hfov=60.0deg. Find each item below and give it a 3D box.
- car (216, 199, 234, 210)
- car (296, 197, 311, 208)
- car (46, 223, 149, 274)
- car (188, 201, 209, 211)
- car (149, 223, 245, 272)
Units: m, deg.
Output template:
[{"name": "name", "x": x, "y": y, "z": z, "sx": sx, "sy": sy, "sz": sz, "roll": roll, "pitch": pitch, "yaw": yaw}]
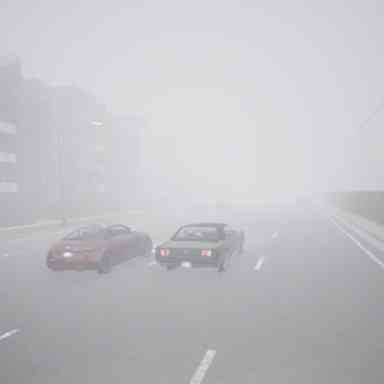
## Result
[{"name": "car", "x": 4.615, "y": 1.726, "z": 46.712, "sx": 2.128, "sy": 1.511, "sz": 4.902, "roll": -2, "pitch": 0, "yaw": 18}, {"name": "car", "x": 15.383, "y": 1.394, "z": 45.916, "sx": 1.994, "sy": 1.385, "sz": 4.181, "roll": -2, "pitch": 0, "yaw": 18}, {"name": "car", "x": -2.980, "y": 1.775, "z": 11.533, "sx": 1.994, "sy": 1.385, "sz": 4.181, "roll": -2, "pitch": 0, "yaw": 18}, {"name": "car", "x": 0.940, "y": 1.917, "z": 46.781, "sx": 2.033, "sy": 1.411, "sz": 5.357, "roll": -2, "pitch": 0, "yaw": 17}, {"name": "car", "x": 0.541, "y": 1.678, "z": 11.160, "sx": 1.895, "sy": 1.301, "sz": 4.718, "roll": -2, "pitch": 0, "yaw": 18}]
